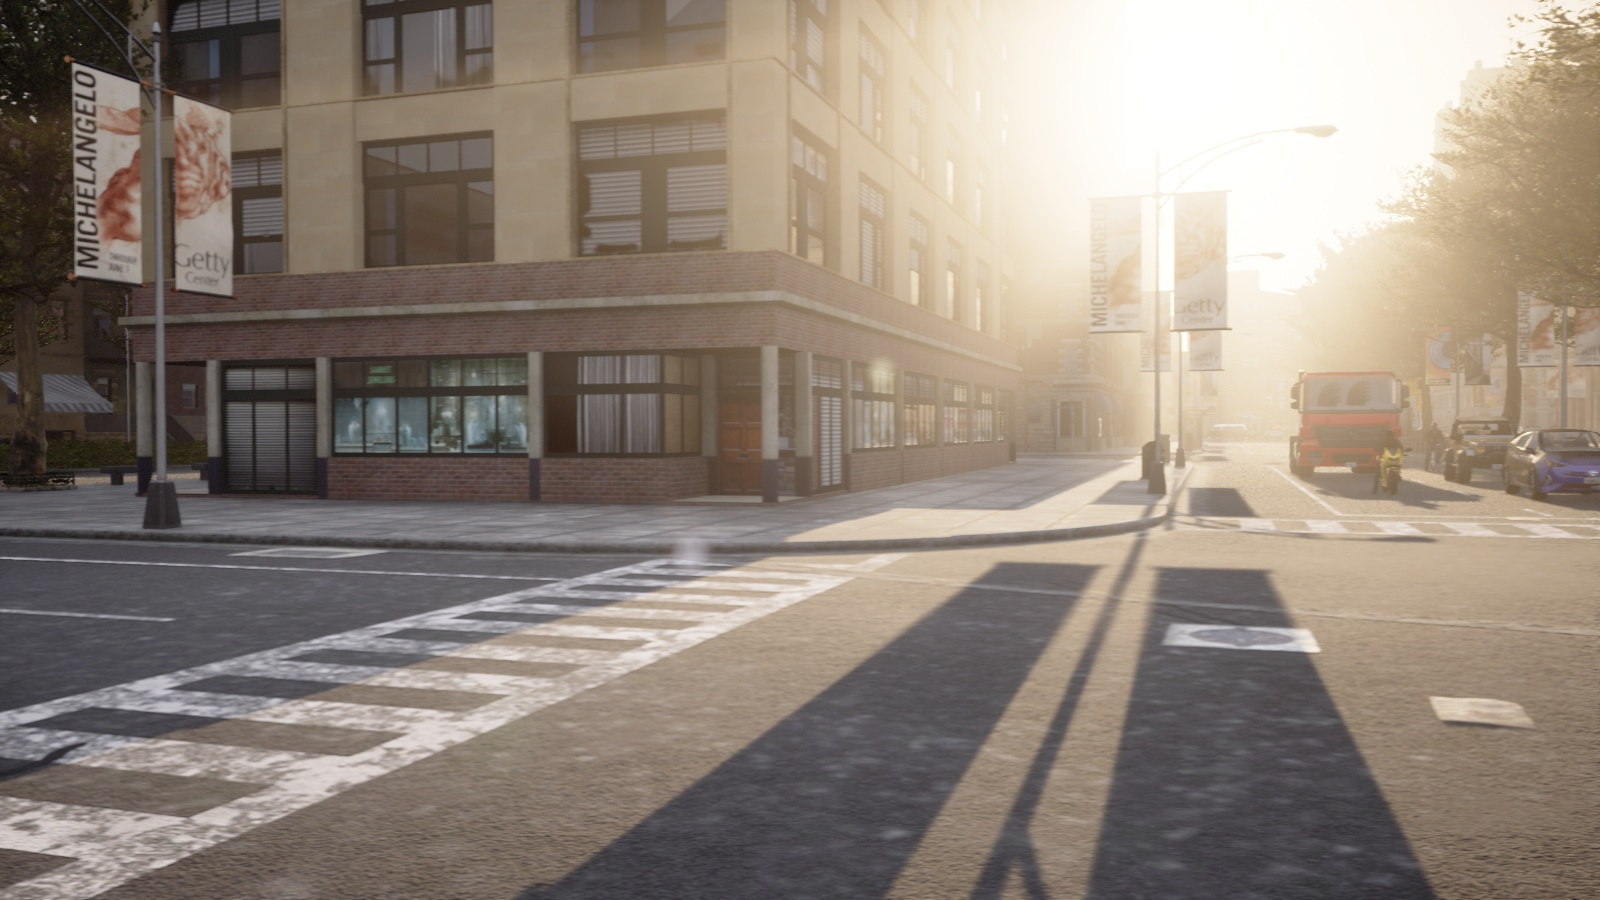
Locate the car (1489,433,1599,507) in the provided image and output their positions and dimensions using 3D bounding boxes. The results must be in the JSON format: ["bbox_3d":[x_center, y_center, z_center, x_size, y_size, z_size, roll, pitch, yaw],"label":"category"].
[{"bbox_3d":[17.101,0.386,28.231,2.007,1.525,4.514,1,1,18],"label":"car"}]

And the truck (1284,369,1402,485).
[{"bbox_3d":[17.866,-0.757,41.766,2.891,3.462,7.936,1,1,18],"label":"truck"}]

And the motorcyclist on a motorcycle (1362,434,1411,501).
[{"bbox_3d":[13.822,0.386,29.619,0.797,1.523,2.044,1,1,18],"label":"motorcyclist on a motorcycle"}]

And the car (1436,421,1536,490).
[{"bbox_3d":[19.714,0.117,36.235,1.905,1.878,3.866,1,1,19],"label":"car"}]
